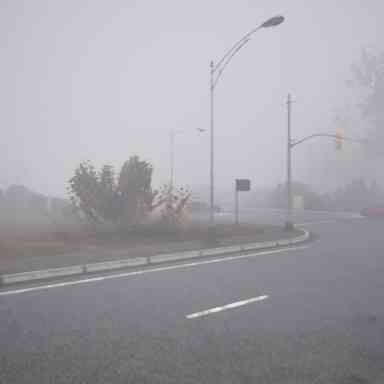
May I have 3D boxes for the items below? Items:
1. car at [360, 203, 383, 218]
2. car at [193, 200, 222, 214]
[{"bbox_3d":[16.497,1.550,28.019,1.994,1.385,4.181,0,0,-39],"label":"car"},{"bbox_3d":[1.253,1.553,35.726,1.994,1.385,4.181,0,0,-39],"label":"car"}]
